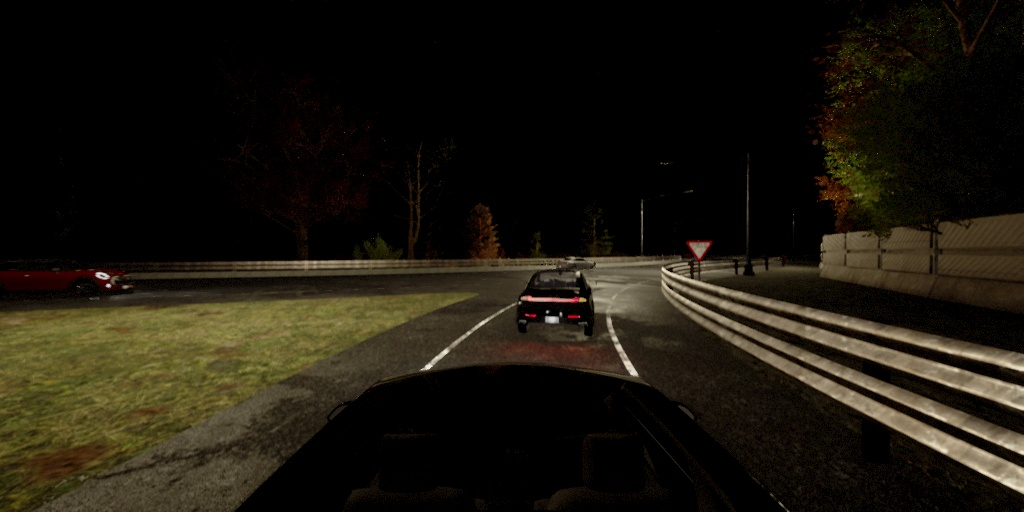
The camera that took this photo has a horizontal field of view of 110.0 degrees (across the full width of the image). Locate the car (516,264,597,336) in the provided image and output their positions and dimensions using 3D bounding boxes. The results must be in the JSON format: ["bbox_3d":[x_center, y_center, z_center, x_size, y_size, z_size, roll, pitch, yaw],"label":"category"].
[{"bbox_3d":[1.338,1.141,10.154,2.128,1.511,4.902,0,1,11],"label":"car"}]

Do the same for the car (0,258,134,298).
[{"bbox_3d":[-20.605,0.905,16.423,4.553,1.767,2.097,0,0,-18],"label":"car"}]

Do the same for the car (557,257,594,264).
[{"bbox_3d":[6.679,0.824,37.234,4.674,1.442,1.812,0,1,-36],"label":"car"}]
